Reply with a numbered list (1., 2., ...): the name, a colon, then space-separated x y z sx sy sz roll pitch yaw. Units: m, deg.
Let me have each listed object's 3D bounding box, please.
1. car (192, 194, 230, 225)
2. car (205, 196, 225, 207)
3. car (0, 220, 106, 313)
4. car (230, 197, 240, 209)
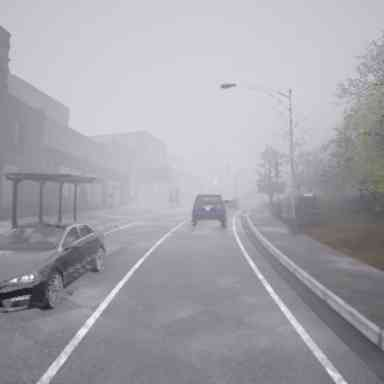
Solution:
1. car: 1.299 1.141 23.165 2.150 2.045 5.566 -1 0 7
2. car: 3.481 1.375 50.059 1.837 1.490 4.892 -2 -1 18
3. car: -3.468 1.476 7.845 2.128 1.511 4.902 0 0 2
4. car: 4.780 1.297 41.326 1.882 1.535 5.008 -2 0 14
